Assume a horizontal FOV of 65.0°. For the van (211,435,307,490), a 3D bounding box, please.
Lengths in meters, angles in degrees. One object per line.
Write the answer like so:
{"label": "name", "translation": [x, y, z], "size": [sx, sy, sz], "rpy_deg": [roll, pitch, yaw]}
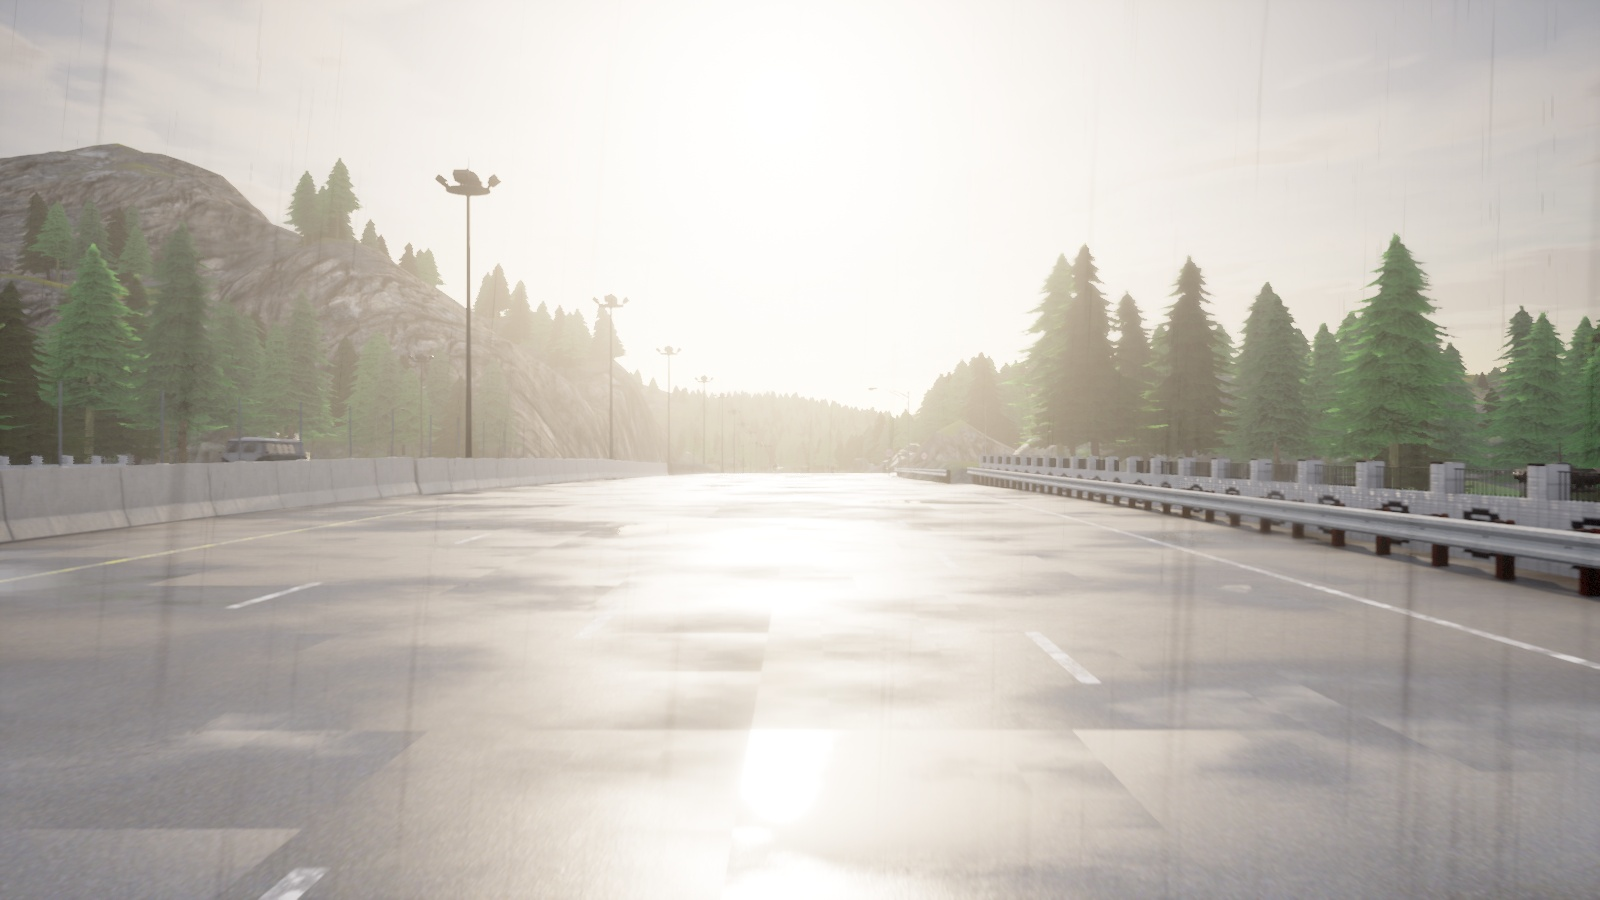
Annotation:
{"label": "van", "translation": [-20.711, 0.483, 48.271], "size": [1.775, 1.987, 4.442], "rpy_deg": [0, -1, 0]}
